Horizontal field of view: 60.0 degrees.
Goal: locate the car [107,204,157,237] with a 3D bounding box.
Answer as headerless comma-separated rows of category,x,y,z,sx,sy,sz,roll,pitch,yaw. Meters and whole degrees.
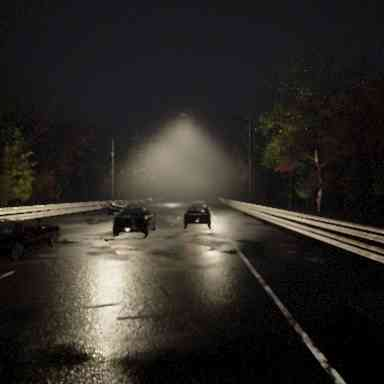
car,-3.198,1.646,19.096,1.837,1.490,4.892,0,0,1

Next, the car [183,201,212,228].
car,0.387,1.669,23.815,2.128,1.511,4.902,0,0,1

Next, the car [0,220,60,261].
car,-6.766,1.705,12.616,1.895,1.301,4.718,0,0,0

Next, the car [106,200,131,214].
car,-6.400,1.584,30.584,2.128,1.511,4.902,11,1,1
